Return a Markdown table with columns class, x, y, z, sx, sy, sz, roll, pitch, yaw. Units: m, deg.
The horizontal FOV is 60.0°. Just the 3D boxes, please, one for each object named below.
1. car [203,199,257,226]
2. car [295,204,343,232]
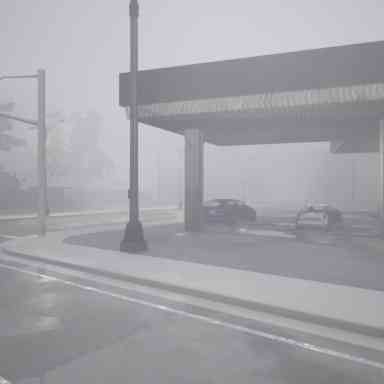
| class | x | y | z | sx | sy | sz | roll | pitch | yaw |
| --- | --- | --- | --- | --- | --- | --- | --- | --- | --- |
| car | 2.590 | 1.295 | 22.629 | 2.242 | 1.667 | 4.611 | 0 | 0 | 37 |
| car | 7.664 | 1.456 | 19.829 | 1.970 | 1.475 | 3.806 | 0 | 0 | 37 |
